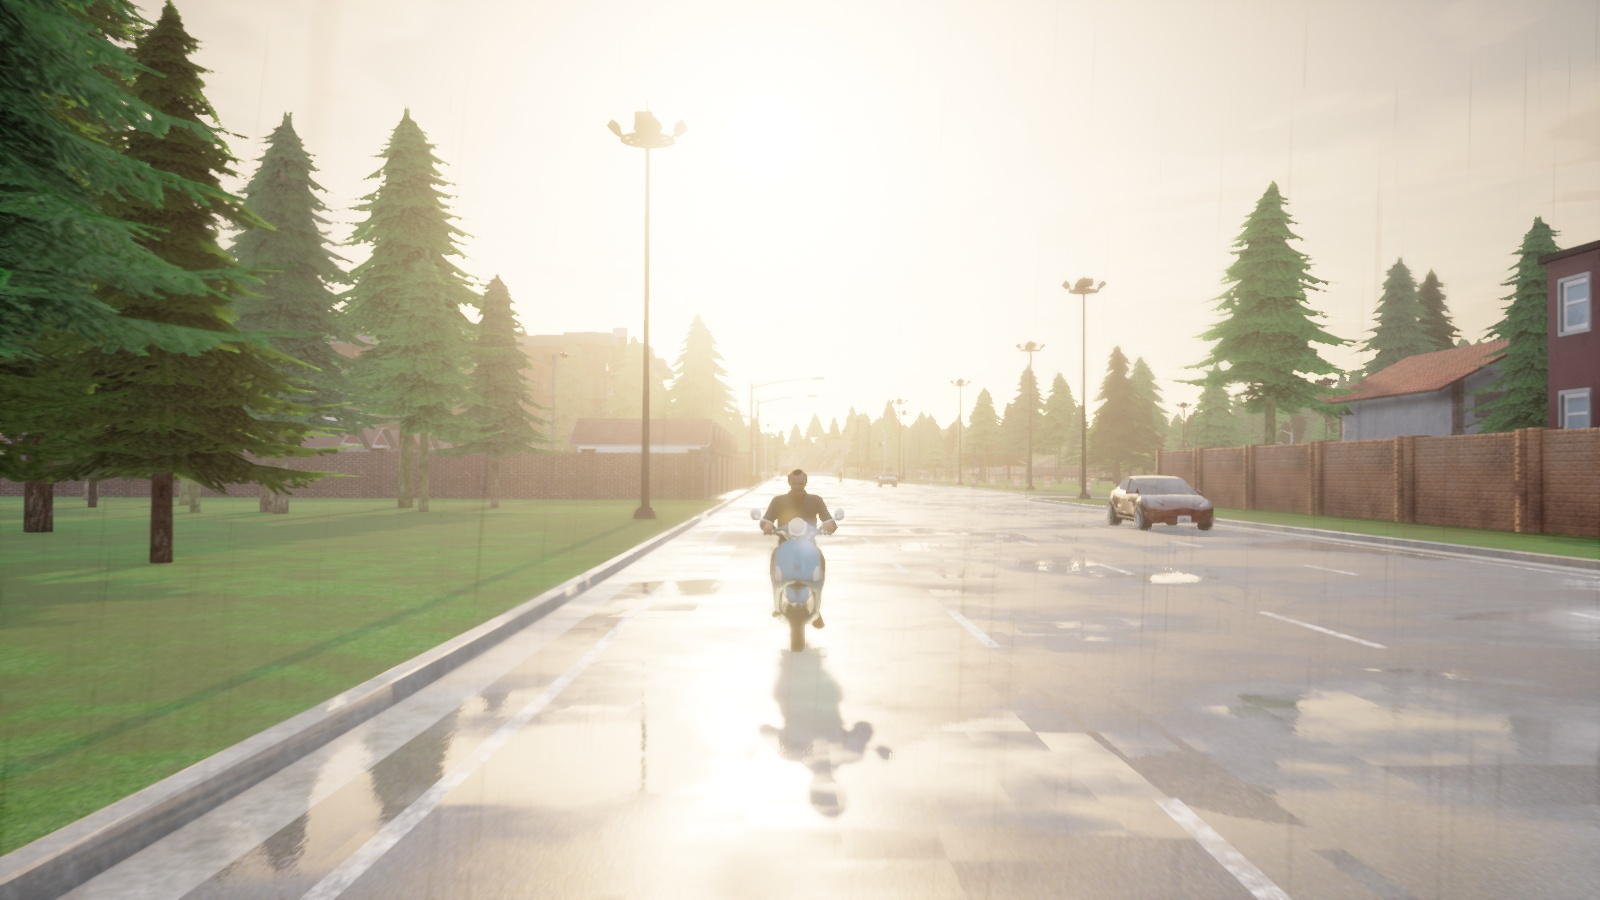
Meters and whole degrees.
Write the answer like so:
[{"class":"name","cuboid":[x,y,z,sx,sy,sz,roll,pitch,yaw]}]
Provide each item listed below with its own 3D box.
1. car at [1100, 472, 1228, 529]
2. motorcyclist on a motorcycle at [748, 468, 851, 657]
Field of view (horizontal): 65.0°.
[{"class":"car","cuboid":[10.204,1.383,35.629,2.163,1.488,4.792,0,-1,-1]},{"class":"motorcyclist on a motorcycle","cuboid":[-0.013,0.965,11.515,0.866,1.590,1.817,0,-1,0]}]
